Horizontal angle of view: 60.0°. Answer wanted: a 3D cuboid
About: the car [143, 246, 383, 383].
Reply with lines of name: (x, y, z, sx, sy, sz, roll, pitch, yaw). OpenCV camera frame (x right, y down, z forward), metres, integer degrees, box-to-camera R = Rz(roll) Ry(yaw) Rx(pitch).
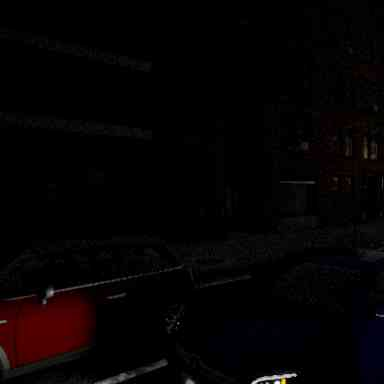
car: (1.895, 1.521, 4.420, 4.674, 1.442, 1.812, 0, 0, -35)

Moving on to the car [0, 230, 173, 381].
car: (-1.932, 1.439, 4.809, 4.097, 1.590, 1.967, 0, 0, -35)
